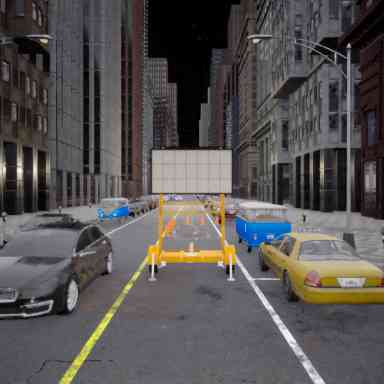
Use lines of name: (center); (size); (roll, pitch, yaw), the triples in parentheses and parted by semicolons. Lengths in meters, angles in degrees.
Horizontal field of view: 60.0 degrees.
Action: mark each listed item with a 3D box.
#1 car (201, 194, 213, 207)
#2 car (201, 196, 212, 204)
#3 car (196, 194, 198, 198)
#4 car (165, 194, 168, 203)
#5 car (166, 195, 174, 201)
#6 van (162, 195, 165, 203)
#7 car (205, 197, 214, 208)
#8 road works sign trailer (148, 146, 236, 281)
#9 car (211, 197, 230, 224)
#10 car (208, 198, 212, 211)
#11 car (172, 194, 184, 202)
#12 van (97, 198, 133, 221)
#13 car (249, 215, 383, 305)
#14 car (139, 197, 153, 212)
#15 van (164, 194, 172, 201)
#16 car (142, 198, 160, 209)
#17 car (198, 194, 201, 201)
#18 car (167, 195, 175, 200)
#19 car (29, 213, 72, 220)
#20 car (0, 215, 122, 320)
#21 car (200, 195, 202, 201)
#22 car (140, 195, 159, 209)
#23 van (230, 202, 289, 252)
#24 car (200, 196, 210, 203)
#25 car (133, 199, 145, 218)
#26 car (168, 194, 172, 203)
car: (2.742, 1.446, 47.349); (1.967, 1.590, 4.097); (0, 0, 0)
car: (2.736, 1.554, 64.259); (1.887, 1.381, 4.507); (0, 0, 0)
car: (2.730, 1.453, 81.167); (1.967, 1.590, 4.097); (0, 0, 0)
car: (-5.787, 1.448, 58.610); (1.967, 1.590, 4.097); (0, 0, 0)
car: (-5.797, 1.540, 86.623); (1.752, 1.417, 4.829); (0, 0, 0)
van: (-5.785, 1.348, 52.973); (1.690, 1.788, 3.998); (0, 0, 0)
car: (2.747, 1.555, 36.077); (2.008, 1.369, 4.403); (0, 0, 0)
road works sign trailer: (-0.004, 0.464, 9.846); (2.380, 3.560, 2.880); (0, 0, 0)
car: (2.750, 1.442, 24.804); (1.967, 1.590, 4.097); (0, 0, 0)
car: (2.749, 1.528, 30.610); (1.752, 1.417, 4.829); (0, 0, 0)
car: (-3.028, 1.537, 76.410); (1.812, 1.442, 4.674); (0, 0, 0)
van: (-5.775, 1.343, 24.789); (1.690, 1.788, 3.998); (0, 0, 0)
car: (2.757, 1.525, 8.065); (1.752, 1.417, 4.829); (0, 0, 0)
car: (-5.778, 1.570, 36.063); (1.947, 1.339, 4.313); (0, 0, 0)
van: (-5.796, 1.354, 81.156); (1.690, 1.788, 3.998); (0, 0, 0)
car: (-5.782, 1.551, 47.336); (1.887, 1.381, 4.507); (0, 0, 0)
car: (2.738, 1.323, 58.622); (2.192, 1.841, 5.009); (0, 0, 0)
car: (-5.799, 1.568, 92.429); (2.008, 1.369, 4.403); (0, 0, 0)
car: (-5.770, 1.566, 13.516); (1.947, 1.339, 4.313); (0, 0, 0)
car: (-3.103, 1.505, 7.597); (1.837, 1.490, 4.892); (0, 0, 0)
car: (2.741, 1.573, 52.986); (1.947, 1.339, 4.313); (0, 0, 0)
car: (-5.781, 1.320, 41.699); (2.192, 1.841, 5.009); (0, 0, 0)
van: (2.754, 1.342, 13.531); (1.690, 1.788, 3.998); (0, 0, 0)
car: (2.734, 1.576, 69.895); (1.947, 1.339, 4.313); (0, 0, 0)
car: (-5.776, 1.569, 30.426); (1.947, 1.339, 4.313); (0, 0, 0)
car: (-5.791, 1.450, 69.883); (1.967, 1.590, 4.097); (0, 0, 0)
